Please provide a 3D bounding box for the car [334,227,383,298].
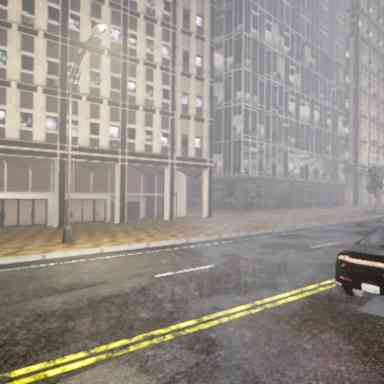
[{"bbox_3d":[5.061,1.483,7.334,4.902,1.511,2.128,0,0,-38],"label":"car"}]
